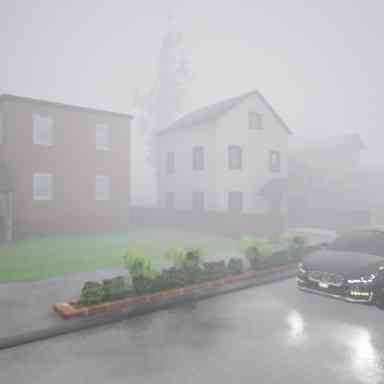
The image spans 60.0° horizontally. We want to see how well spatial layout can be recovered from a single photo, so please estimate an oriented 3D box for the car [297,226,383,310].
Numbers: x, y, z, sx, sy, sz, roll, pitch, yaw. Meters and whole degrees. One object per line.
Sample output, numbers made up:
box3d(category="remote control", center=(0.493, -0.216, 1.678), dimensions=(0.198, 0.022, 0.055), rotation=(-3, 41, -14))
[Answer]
box3d(category="car", center=(4.561, 1.647, 8.198), dimensions=(4.892, 1.490, 1.837), rotation=(1, -1, -38))
